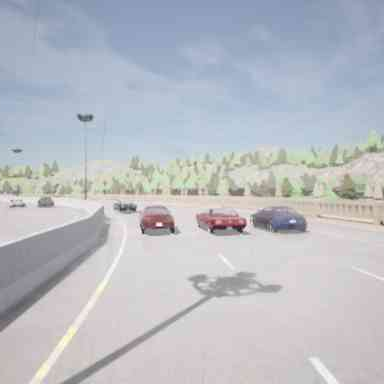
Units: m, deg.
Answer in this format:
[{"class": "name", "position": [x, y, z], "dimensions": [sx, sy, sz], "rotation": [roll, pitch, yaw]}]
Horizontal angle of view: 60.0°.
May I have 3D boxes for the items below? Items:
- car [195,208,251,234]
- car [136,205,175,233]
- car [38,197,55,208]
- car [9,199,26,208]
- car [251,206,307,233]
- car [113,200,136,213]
[{"class": "car", "position": [1.497, 1.563, 19.176], "dimensions": [1.895, 1.301, 4.718], "rotation": [0, 0, -11]}, {"class": "car", "position": [-2.113, 1.501, 19.285], "dimensions": [1.812, 1.442, 4.674], "rotation": [0, 0, -11]}, {"class": "car", "position": [-20.904, 1.502, 47.698], "dimensions": [1.837, 1.490, 4.892], "rotation": [0, 0, -31]}, {"class": "car", "position": [-25.133, 1.612, 47.933], "dimensions": [1.895, 1.301, 4.718], "rotation": [0, 0, -32]}, {"class": "car", "position": [4.936, 1.512, 19.456], "dimensions": [1.994, 1.385, 4.181], "rotation": [0, 0, -11]}, {"class": "car", "position": [-7.576, 1.565, 37.194], "dimensions": [1.895, 1.301, 4.718], "rotation": [0, 0, -22]}]
